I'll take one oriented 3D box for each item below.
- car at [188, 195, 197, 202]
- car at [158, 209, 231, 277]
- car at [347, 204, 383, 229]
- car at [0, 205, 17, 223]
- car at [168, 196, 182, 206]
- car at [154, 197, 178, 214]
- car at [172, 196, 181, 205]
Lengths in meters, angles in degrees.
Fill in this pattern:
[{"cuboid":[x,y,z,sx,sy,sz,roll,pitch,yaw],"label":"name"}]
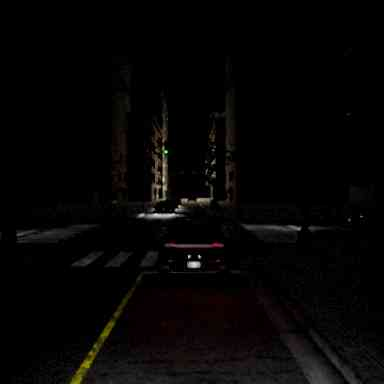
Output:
[{"cuboid":[0.002,1.447,75.451,1.812,1.442,4.674,0,0,0],"label":"car"},{"cuboid":[0.068,1.489,10.214,2.128,1.511,4.902,0,0,0],"label":"car"},{"cuboid":[12.407,1.491,21.041,4.902,1.511,2.128,0,0,0],"label":"car"},{"cuboid":[-14.763,1.578,23.604,4.313,1.339,1.947,0,0,0],"label":"car"},{"cuboid":[-2.810,1.436,55.968,2.128,1.511,4.902,0,0,1],"label":"car"},{"cuboid":[-2.851,1.537,35.475,1.994,1.385,4.181,0,0,0],"label":"car"},{"cuboid":[-2.842,1.484,45.544,1.812,1.442,4.674,0,0,0],"label":"car"}]
